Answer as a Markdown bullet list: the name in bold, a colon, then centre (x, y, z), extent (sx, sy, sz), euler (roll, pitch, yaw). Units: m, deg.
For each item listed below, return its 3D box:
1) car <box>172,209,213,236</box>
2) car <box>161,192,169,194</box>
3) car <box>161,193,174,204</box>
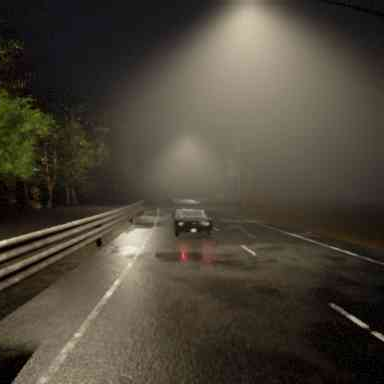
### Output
- **car**: centre (-0.127, 1.586, 18.362), extent (1.895, 1.301, 4.718), euler (0, 0, -6)
- **car**: centre (-6.898, 1.366, 87.526), extent (1.882, 1.535, 5.008), euler (0, 0, -6)
- **car**: centre (-4.439, 1.479, 62.413), extent (2.033, 1.411, 5.357), euler (0, 0, -6)
